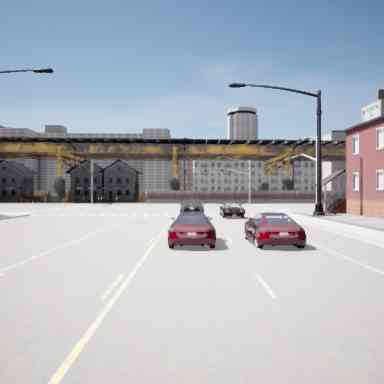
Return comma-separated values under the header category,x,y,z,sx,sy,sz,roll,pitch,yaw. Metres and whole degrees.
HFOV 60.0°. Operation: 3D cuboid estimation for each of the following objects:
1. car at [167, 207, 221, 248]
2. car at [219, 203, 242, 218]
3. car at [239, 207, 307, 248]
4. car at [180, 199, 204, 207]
category,x,y,z,sx,sy,sz,roll,pitch,yaw
car,-0.003,1.569,14.650,1.994,1.385,4.181,0,0,0
car,3.500,1.615,29.680,1.895,1.301,4.718,0,0,0
car,3.500,1.571,14.650,1.994,1.385,4.181,0,0,0
car,0.000,1.365,29.620,2.097,1.767,4.553,0,0,0
